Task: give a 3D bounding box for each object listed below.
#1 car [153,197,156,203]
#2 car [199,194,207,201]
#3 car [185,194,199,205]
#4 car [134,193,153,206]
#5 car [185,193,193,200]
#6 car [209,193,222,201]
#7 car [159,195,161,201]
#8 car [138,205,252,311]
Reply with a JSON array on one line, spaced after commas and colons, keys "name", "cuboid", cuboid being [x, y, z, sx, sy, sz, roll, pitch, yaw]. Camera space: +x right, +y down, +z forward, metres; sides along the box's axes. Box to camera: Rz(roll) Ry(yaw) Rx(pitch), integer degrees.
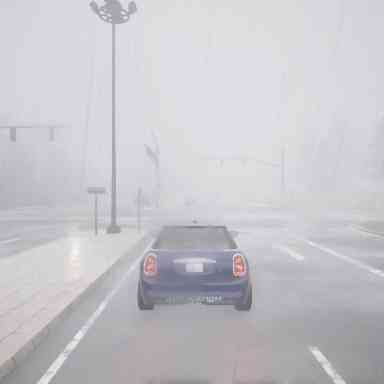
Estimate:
[{"name": "car", "cuboid": [-8.455, 1.500, 69.232, 1.837, 1.490, 4.892, 0, 0, -1]}, {"name": "car", "cuboid": [2.775, 1.513, 85.331, 1.812, 1.442, 4.674, 0, 0, -1]}, {"name": "car", "cuboid": [-0.210, 1.526, 54.766, 1.812, 1.442, 4.674, 0, 0, -1]}, {"name": "car", "cuboid": [-8.312, 1.222, 55.626, 2.150, 2.045, 5.566, 0, 0, -1]}, {"name": "car", "cuboid": [-0.899, 1.189, 95.625, 2.150, 2.045, 5.566, 0, 0, -1]}, {"name": "car", "cuboid": [6.280, 1.215, 85.063, 2.150, 2.045, 5.566, 0, 0, -1]}, {"name": "car", "cuboid": [-8.694, 1.500, 83.385, 1.837, 1.490, 4.892, 0, 0, -1]}, {"name": "car", "cuboid": [0.063, 1.352, 7.946, 2.097, 1.767, 4.553, 0, 0, 0]}]
